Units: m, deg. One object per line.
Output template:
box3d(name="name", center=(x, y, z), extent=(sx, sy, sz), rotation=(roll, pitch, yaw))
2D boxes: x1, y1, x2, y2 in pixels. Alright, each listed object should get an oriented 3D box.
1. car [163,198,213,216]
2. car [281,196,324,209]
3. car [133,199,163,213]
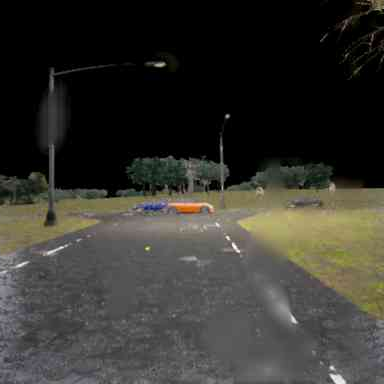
box3d(name="car", center=(-0.205, 1.338, 32.275), extent=(4.553, 1.767, 2.097), rotation=(0, -1, -1))
box3d(name="car", center=(13.030, 1.320, 39.505), extent=(4.892, 1.490, 1.837), rotation=(-2, -2, -1))
box3d(name="car", center=(-4.425, 1.617, 39.235), extent=(5.008, 1.535, 1.882), rotation=(-1, -1, 0))
